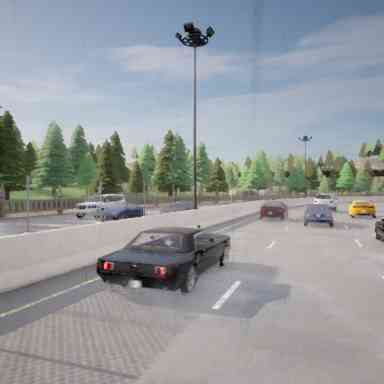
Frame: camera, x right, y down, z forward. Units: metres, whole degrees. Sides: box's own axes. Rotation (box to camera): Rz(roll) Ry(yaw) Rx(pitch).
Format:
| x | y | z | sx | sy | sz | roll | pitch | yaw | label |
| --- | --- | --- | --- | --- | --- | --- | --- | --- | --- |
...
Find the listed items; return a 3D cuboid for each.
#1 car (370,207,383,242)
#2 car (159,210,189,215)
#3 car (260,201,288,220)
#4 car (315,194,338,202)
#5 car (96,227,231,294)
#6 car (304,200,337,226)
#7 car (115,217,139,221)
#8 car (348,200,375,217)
| x | y | z | sx | sy | sz | roll | pitch | yaw | label |
| --- | --- | --- | --- | --- | --- | --- | --- | --- | --- |
| 9.139 | 1.563 | 14.202 | 1.994 | 1.385 | 4.181 | 0 | 0 | 21 | car |
| -1.041 | 1.505 | 27.253 | 1.837 | 1.490 | 4.892 | 0 | 0 | 21 | car |
| 7.016 | 1.477 | 28.208 | 1.882 | 1.535 | 5.008 | 0 | 0 | 21 | car |
| 15.430 | 1.219 | 38.385 | 2.150 | 2.045 | 5.566 | 0 | 0 | 27 | car |
| -0.370 | 1.601 | 8.911 | 1.895 | 1.301 | 4.718 | 0 | 0 | 21 | car |
| 8.884 | 1.547 | 23.353 | 2.033 | 1.411 | 5.357 | 0 | 0 | 21 | car |
| -5.418 | 1.525 | 25.643 | 1.812 | 1.442 | 4.674 | 0 | 0 | 21 | car |
| 15.450 | 1.477 | 30.337 | 1.882 | 1.535 | 5.008 | 0 | 0 | 23 | car |
